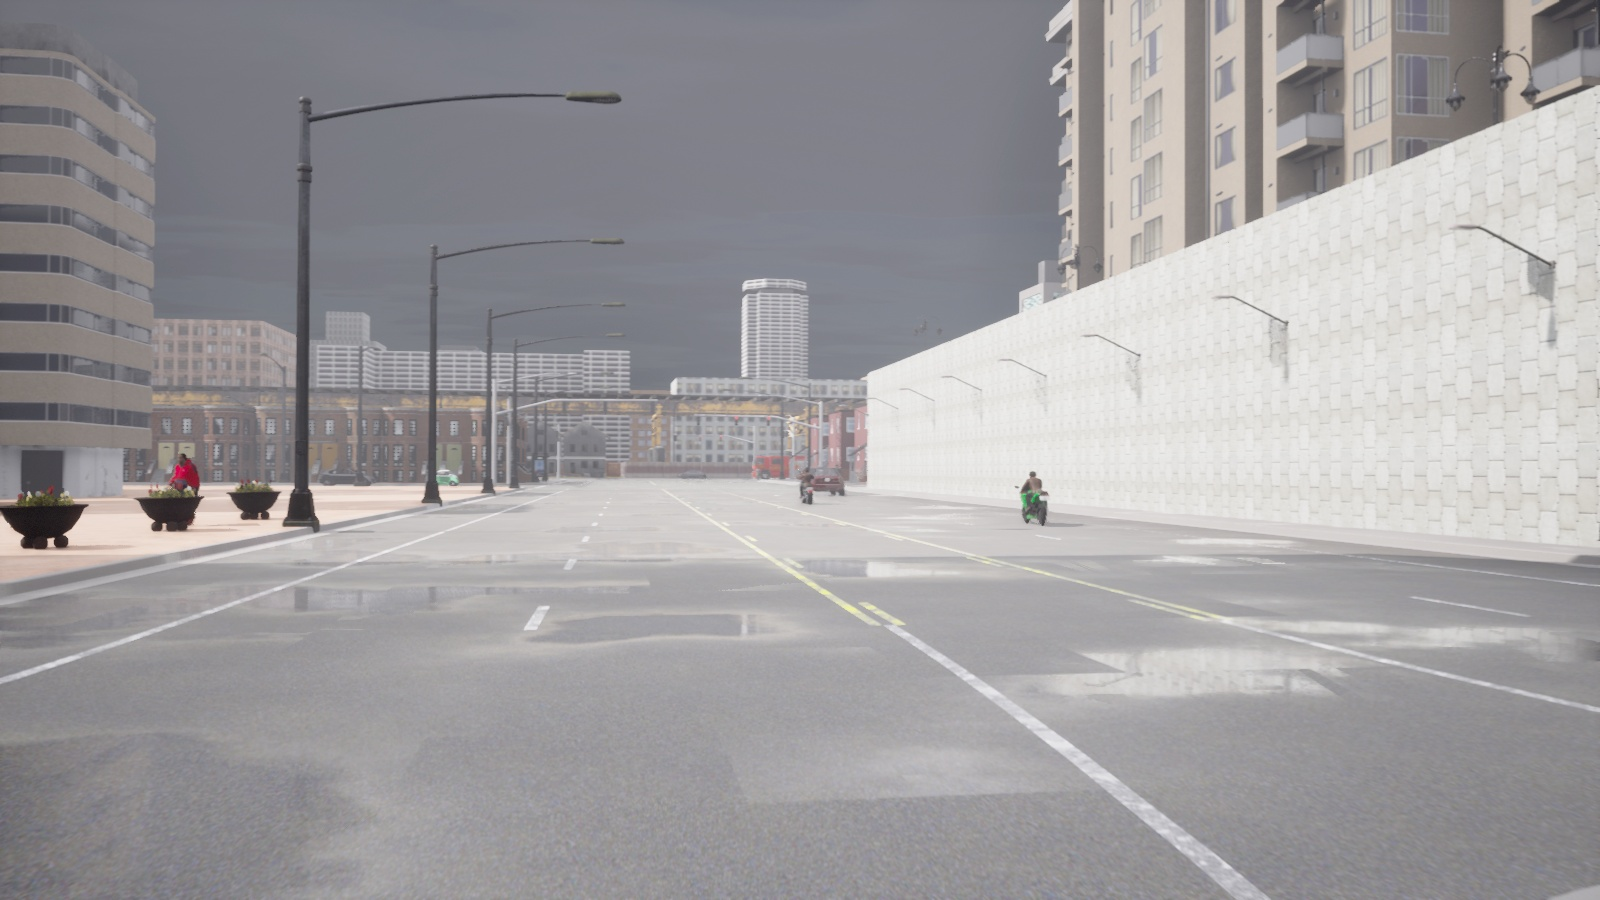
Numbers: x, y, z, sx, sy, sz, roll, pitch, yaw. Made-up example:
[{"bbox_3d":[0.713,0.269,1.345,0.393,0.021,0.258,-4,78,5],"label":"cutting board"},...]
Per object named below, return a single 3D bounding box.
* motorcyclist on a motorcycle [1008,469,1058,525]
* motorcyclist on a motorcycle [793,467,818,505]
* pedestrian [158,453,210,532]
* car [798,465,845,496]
[{"bbox_3d":[6.574,1.304,35.555,0.797,1.523,2.044,0,-1,-7],"label":"motorcyclist on a motorcycle"},{"bbox_3d":[0.245,1.609,55.948,0.766,1.649,2.350,0,-1,-8],"label":"motorcyclist on a motorcycle"},{"bbox_3d":[-14.623,0.998,29.823,0.634,1.844,0.899,-1,-1,25],"label":"pedestrian"},{"bbox_3d":[1.236,1.794,74.539,2.097,1.767,4.553,0,-1,-8],"label":"car"}]
